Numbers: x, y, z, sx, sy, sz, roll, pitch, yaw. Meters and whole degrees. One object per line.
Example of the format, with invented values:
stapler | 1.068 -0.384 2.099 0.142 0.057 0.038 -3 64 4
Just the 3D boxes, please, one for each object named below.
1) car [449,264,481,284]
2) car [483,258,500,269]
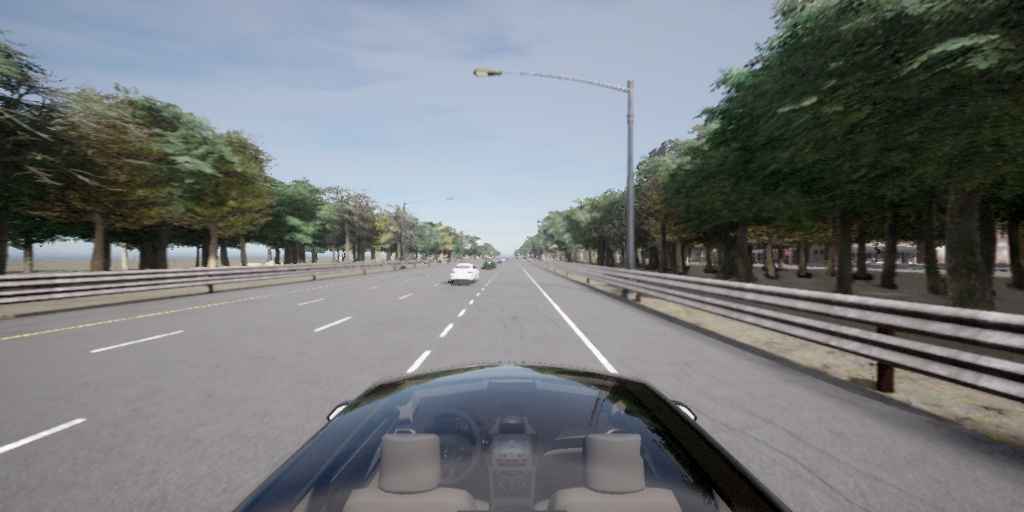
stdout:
car | -3.516 1.286 27.094 1.812 1.442 4.674 0 0 0
car | -3.480 1.151 57.419 2.097 1.767 4.553 0 0 0
